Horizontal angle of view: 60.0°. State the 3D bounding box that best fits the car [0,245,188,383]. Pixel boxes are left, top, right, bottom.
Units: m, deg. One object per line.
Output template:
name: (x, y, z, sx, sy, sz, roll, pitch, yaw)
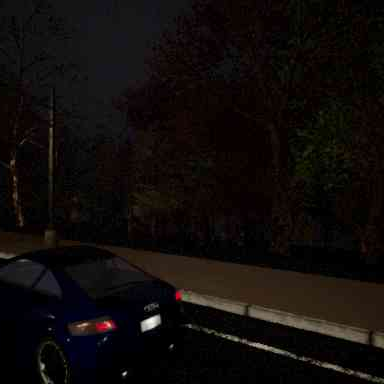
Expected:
car: (-2.126, 1.562, 5.199, 4.181, 1.385, 1.994, 0, 0, 35)
